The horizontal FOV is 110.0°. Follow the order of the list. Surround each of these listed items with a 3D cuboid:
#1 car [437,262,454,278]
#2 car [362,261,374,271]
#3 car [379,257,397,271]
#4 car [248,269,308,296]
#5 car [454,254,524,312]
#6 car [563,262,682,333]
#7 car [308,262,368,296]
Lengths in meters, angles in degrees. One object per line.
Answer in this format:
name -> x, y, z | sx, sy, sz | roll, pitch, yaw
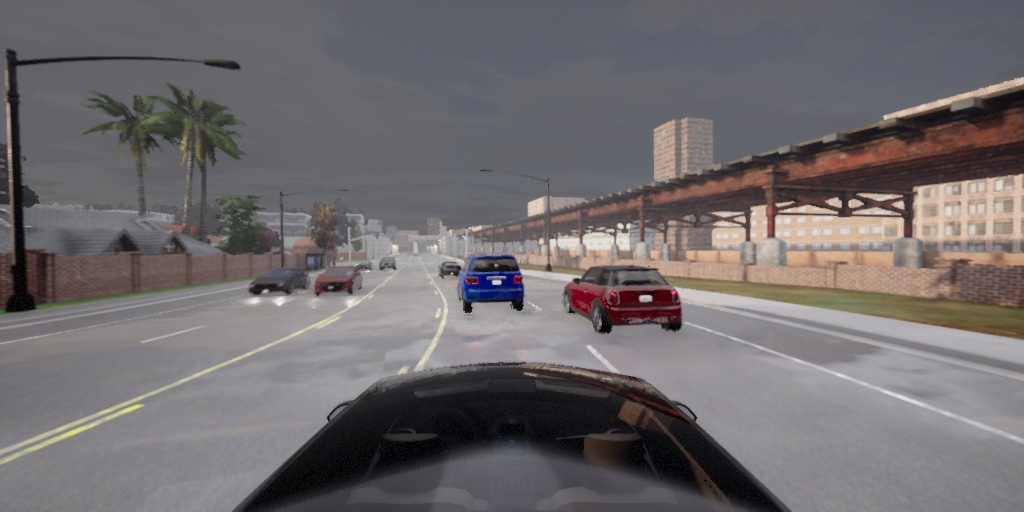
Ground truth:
car -> -5.890, 1.272, 33.866 | 1.837, 1.490, 4.892 | -1, 1, -15
car -> -22.557, 1.507, 55.414 | 2.033, 1.411, 5.357 | -1, 0, -14
car -> -18.508, 1.129, 53.667 | 2.150, 2.045, 5.566 | -1, 0, -14
car -> -13.682, 1.474, 21.495 | 2.033, 1.411, 5.357 | -1, 0, -15
car -> -1.016, 0.956, 14.469 | 2.150, 2.045, 5.566 | 0, 0, -11
car -> 2.997, 1.038, 10.732 | 2.097, 1.767, 4.553 | -1, 0, -6
car -> -9.849, 1.342, 20.670 | 1.882, 1.535, 5.008 | -1, 0, -15
